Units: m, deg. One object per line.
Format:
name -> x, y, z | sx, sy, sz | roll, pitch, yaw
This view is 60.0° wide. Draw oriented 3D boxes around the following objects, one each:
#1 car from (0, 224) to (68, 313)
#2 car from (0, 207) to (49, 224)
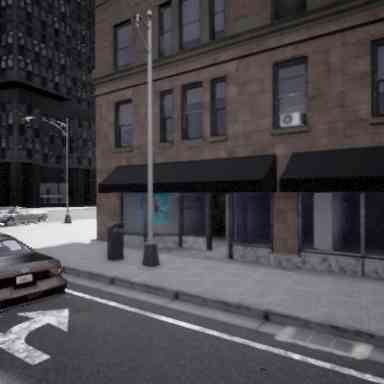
car -> -4.943, 1.557, 7.213 | 5.357, 1.411, 2.033 | 0, 0, 36
car -> -12.981, 1.757, 24.704 | 1.895, 1.301, 4.718 | 0, -1, 20
